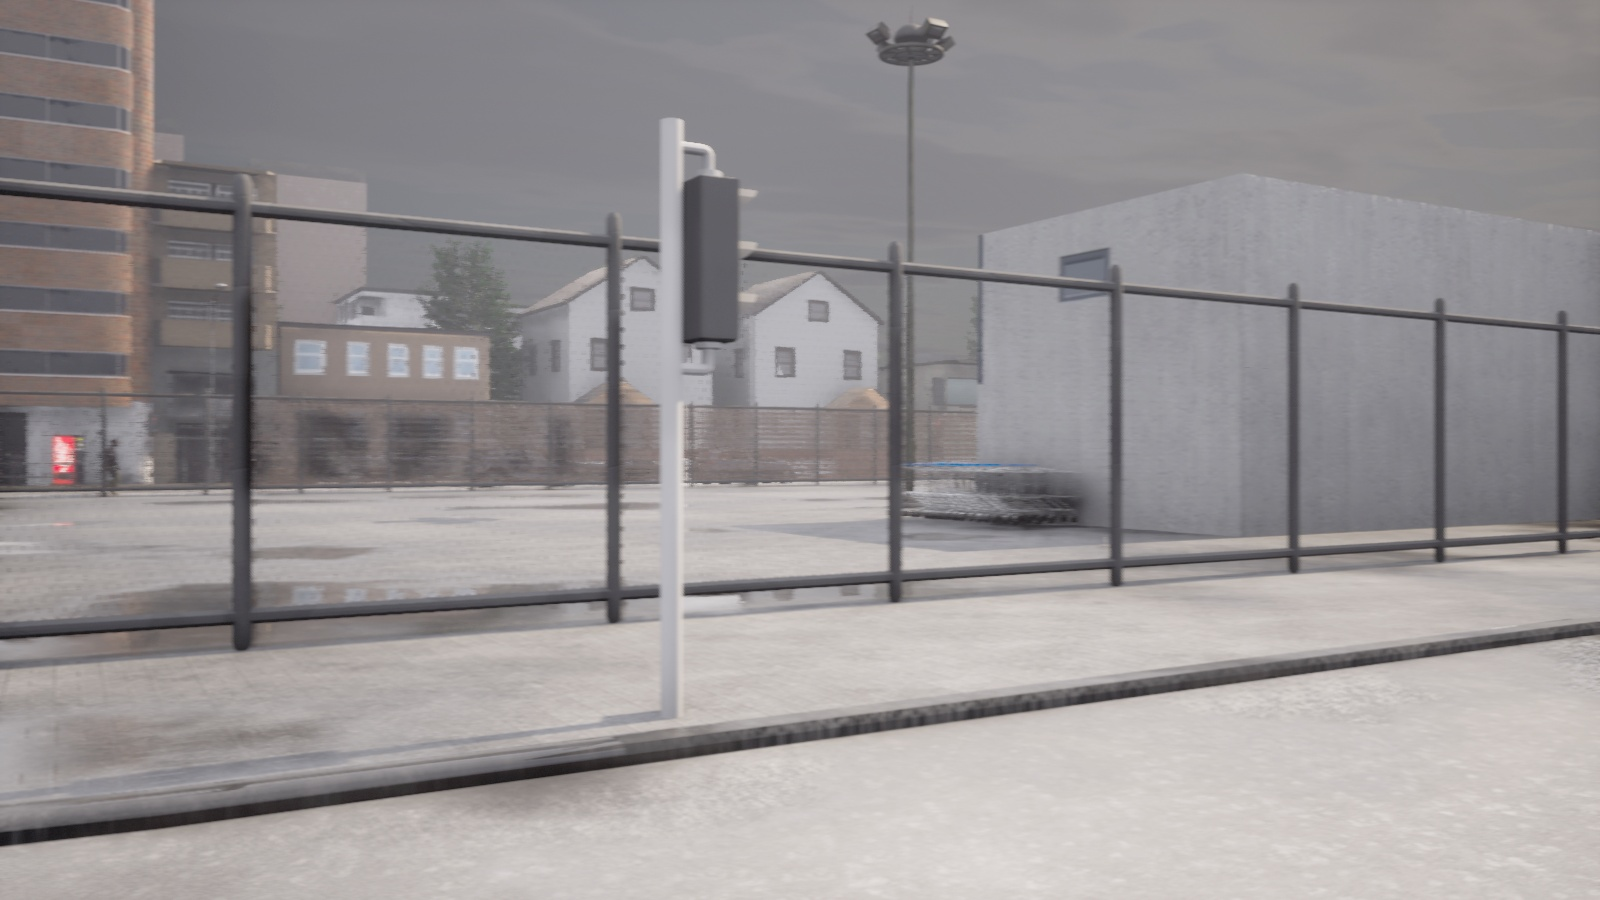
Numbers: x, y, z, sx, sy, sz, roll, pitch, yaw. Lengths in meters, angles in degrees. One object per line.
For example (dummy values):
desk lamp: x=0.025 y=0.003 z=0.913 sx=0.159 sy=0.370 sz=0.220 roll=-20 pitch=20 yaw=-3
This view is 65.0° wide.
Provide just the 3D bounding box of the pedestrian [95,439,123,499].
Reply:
pedestrian: x=-21.400 y=0.572 z=38.879 sx=0.703 sy=1.840 sz=0.431 roll=0 pitch=0 yaw=-39

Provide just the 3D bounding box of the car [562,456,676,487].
car: x=-8.118 y=0.930 z=56.510 sx=4.718 sy=1.301 sz=1.895 roll=0 pitch=0 yaw=-31

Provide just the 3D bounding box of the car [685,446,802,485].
car: x=-2.470 y=0.652 z=55.228 sx=4.611 sy=1.667 sz=2.242 roll=0 pitch=0 yaw=-29

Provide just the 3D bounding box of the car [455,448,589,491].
car: x=-11.087 y=0.762 z=50.147 sx=4.856 sy=1.649 sz=2.033 roll=1 pitch=0 yaw=-29

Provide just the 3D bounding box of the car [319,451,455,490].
car: x=-16.882 y=0.814 z=51.381 sx=4.902 sy=1.511 sz=2.128 roll=0 pitch=0 yaw=-32
